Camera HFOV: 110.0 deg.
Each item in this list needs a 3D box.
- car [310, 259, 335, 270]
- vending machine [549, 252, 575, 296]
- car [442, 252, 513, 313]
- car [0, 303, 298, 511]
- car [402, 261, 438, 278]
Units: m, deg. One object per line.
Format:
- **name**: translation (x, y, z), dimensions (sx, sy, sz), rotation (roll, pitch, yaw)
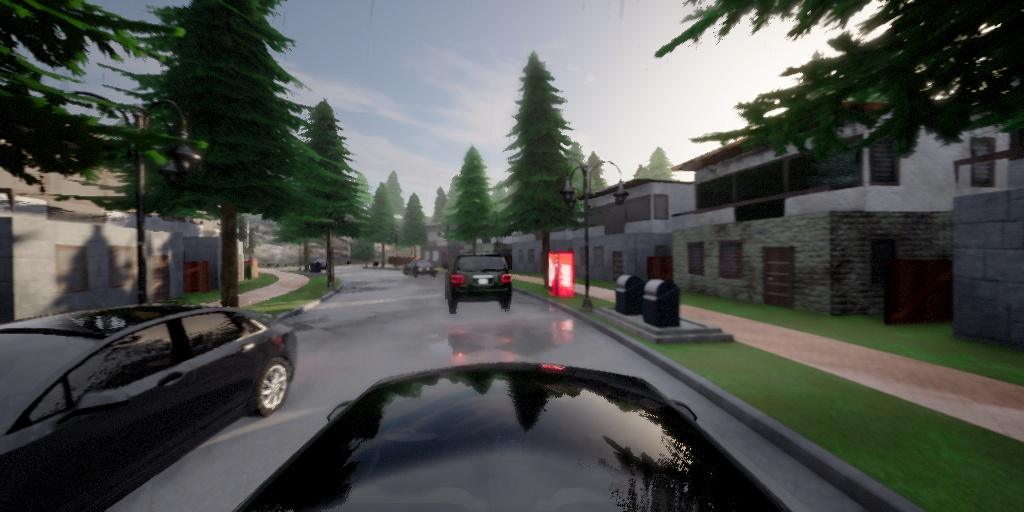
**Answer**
- **car**: translation (-24.052, 1.111, 45.434), dimensions (1.837, 1.490, 4.892), rotation (-1, 0, -45)
- **vending machine**: translation (2.208, 0.792, 15.890), dimensions (1.100, 2.100, 0.880), rotation (0, 0, -13)
- **car**: translation (-1.445, 0.874, 13.887), dimensions (2.150, 2.045, 5.566), rotation (-1, 0, -12)
- **car**: translation (-3.816, 1.281, 3.101), dimensions (1.837, 1.490, 4.892), rotation (0, 1, -4)
- **car**: translation (-8.077, 1.109, 31.251), dimensions (2.033, 1.411, 5.357), rotation (-1, 1, -30)
